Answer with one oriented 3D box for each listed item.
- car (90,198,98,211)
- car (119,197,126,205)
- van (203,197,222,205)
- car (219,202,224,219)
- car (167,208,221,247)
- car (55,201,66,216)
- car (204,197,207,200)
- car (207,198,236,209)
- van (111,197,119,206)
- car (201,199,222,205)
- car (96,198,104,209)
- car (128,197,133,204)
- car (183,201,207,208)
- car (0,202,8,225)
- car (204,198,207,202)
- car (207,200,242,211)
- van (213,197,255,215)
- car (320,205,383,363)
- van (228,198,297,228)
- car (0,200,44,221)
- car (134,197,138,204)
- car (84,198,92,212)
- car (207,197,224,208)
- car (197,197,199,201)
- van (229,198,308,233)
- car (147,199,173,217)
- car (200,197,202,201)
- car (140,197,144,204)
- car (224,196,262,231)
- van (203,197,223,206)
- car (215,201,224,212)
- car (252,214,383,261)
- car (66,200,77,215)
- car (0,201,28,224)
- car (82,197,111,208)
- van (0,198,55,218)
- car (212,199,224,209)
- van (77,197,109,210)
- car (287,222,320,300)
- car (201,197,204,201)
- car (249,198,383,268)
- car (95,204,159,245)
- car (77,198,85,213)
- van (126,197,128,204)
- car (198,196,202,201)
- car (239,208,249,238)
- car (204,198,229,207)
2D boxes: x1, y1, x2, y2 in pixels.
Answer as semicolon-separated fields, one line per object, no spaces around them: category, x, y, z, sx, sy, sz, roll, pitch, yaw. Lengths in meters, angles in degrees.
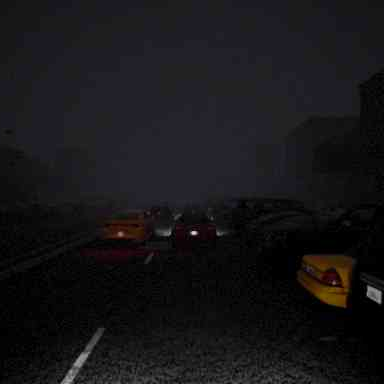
car;-15.494;1.919;44.137;4.674;1.452;2.002;0;-1;0
car;-15.319;2.097;60.679;5.366;1.575;1.946;0;-1;0
van;4.826;2.108;78.798;4.442;1.987;1.878;0;-1;0
car;4.707;1.710;26.122;4.674;1.452;2.002;0;0;0
car;0.085;1.668;15.652;1.994;1.385;4.181;0;0;0
car;-15.480;1.793;33.109;4.674;1.452;2.002;0;-1;0
car;4.681;1.589;42.672;5.566;2.045;2.435;0;-1;0
car;4.678;1.852;53.786;4.553;1.767;2.185;0;-1;0
van;-15.619;1.834;57.924;4.442;1.987;1.878;0;-1;0
car;4.703;2.375;81.574;4.892;1.521;2.231;0;-1;0
car;-15.499;1.913;46.895;5.008;1.535;2.097;0;-1;0
car;-15.517;2.223;68.950;5.008;1.535;2.097;0;-1;0
car;0.085;1.800;30.930;1.994;1.385;4.181;0;-1;0
car;-15.468;1.646;22.083;4.892;1.521;2.231;0;0;0
car;4.524;1.806;39.891;5.366;1.575;1.946;0;-1;0
car;4.703;1.908;48.227;4.892;1.521;2.231;0;-1;0
van;4.593;1.553;37.114;4.442;1.987;1.878;0;-1;0
car;4.739;1.252;3.766;5.566;2.045;2.435;0;0;0
van;4.826;1.419;23.219;4.442;1.987;1.878;0;-1;0
car;-15.472;1.698;27.595;4.892;1.521;2.231;0;-1;0
car;-15.544;2.055;74.469;5.566;2.045;2.435;0;-1;0
car;-15.519;1.876;41.381;4.792;1.488;2.163;0;-1;0
car;4.681;1.498;34.337;5.566;2.045;2.435;0;-1;0
car;4.681;2.315;95.475;5.566;2.045;2.435;0;-1;0
van;4.593;1.395;20.442;4.442;1.987;1.878;0;-1;0
car;-2.911;1.725;32.027;1.882;1.535;5.008;0;-1;0
car;4.704;2.173;67.678;5.008;1.535;2.097;0;-1;0
car;-15.551;2.177;82.743;5.566;2.045;2.435;0;-1;0
car;4.738;1.348;17.662;5.566;2.045;2.435;0;0;0
van;4.826;2.068;76.019;4.442;1.987;1.878;0;-1;0
car;4.680;1.724;28.776;4.792;1.488;2.163;0;-1;0
car;4.706;1.598;12.167;4.674;1.452;2.002;0;0;0
car;-15.670;1.780;35.867;5.366;1.575;1.946;0;-1;0
car;-15.470;1.672;24.839;4.892;1.521;2.231;0;-1;0
car;-15.524;1.697;49.654;5.566;2.045;2.435;0;-1;0
van;-15.363;1.500;30.479;4.442;1.987;1.878;0;-1;0
car;4.703;1.723;31.554;4.892;1.521;2.231;0;-1;0
van;-15.615;1.759;52.411;4.442;1.987;1.878;0;-1;0
car;4.895;1.518;6.544;5.366;1.575;1.946;0;0;0
car;4.705;2.093;62.119;5.008;1.535;2.097;0;-1;0
car;4.681;1.289;9.450;5.566;2.045;2.435;0;0;0
car;-2.913;1.585;16.049;1.882;1.535;5.008;0;0;0
car;-15.481;1.815;38.623;4.892;1.521;2.231;0;-1;0
van;-15.626;1.955;66.196;4.442;1.987;1.878;0;-1;0
car;4.524;2.211;70.457;5.366;1.575;1.946;0;-1;0
car;4.707;1.618;14.881;4.674;1.452;2.002;0;0;0
car;4.741;2.007;64.902;4.553;1.767;2.185;0;-1;0
